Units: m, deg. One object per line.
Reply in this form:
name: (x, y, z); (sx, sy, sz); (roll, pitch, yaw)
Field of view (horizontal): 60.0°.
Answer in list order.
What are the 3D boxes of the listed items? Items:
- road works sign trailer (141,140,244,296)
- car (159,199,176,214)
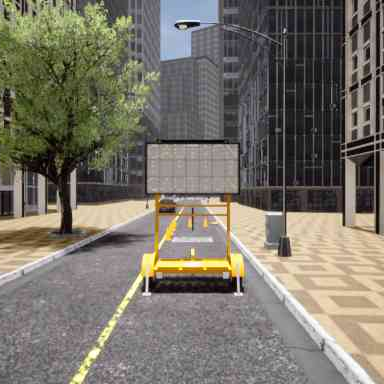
road works sign trailer: (0.018, 0.464, 8.620); (2.380, 3.560, 2.880); (0, 0, 0)
car: (-2.678, 1.498, 34.825); (1.882, 1.535, 5.008); (0, 0, 0)
